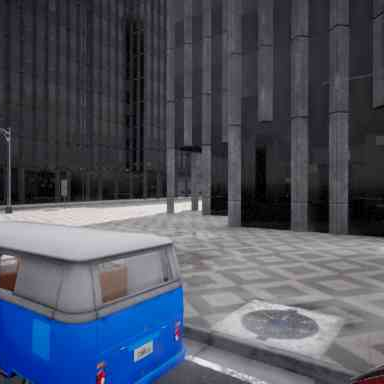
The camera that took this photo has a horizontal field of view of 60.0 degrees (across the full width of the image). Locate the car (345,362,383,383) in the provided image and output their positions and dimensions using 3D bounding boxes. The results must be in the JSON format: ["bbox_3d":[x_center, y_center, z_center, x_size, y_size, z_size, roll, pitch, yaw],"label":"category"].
[{"bbox_3d":[2.515,1.440,1.173,4.097,1.590,1.967,0,0,35],"label":"car"}]

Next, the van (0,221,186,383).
[{"bbox_3d":[-1.985,1.341,4.377,3.998,1.788,1.690,0,0,35],"label":"van"}]
